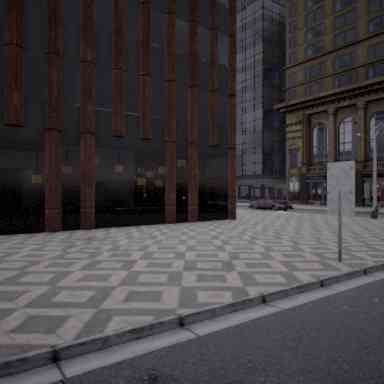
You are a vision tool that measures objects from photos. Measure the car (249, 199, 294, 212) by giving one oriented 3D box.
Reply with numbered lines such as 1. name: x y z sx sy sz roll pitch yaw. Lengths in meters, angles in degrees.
1. car: 8.837 1.465 37.721 2.033 1.411 5.357 0 0 -35
